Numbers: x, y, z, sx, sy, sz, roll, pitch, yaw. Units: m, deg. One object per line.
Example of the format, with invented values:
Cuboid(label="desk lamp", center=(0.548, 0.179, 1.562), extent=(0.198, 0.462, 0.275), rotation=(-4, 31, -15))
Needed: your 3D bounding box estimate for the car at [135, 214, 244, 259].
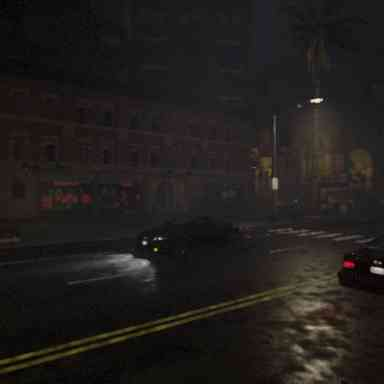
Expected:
Cuboid(label="car", center=(-0.010, 1.568, 12.630), extent=(4.181, 1.385, 1.994), rotation=(0, 0, -36))

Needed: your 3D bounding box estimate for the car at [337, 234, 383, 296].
Cuboid(label="car", center=(5.592, 1.552, 7.812), extent=(5.357, 1.411, 2.033), rotation=(0, 0, -36))
